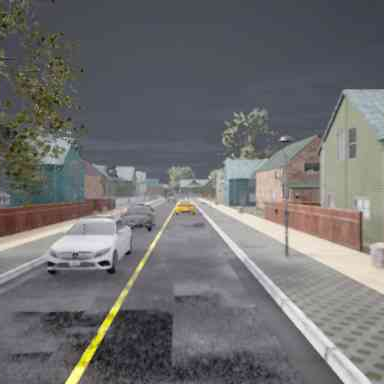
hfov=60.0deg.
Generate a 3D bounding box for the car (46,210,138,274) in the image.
[{"bbox_3d":[-3.066,1.556,10.836,1.812,1.442,4.674,0,0,-2],"label":"car"}]

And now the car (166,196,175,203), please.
[{"bbox_3d":[-4.359,1.599,70.862,1.812,1.442,4.674,0,0,-1],"label":"car"}]

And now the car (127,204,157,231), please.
[{"bbox_3d":[-3.290,1.548,20.933,1.837,1.490,4.892,0,0,-1],"label":"car"}]

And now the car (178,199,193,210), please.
[{"bbox_3d":[-0.933,1.657,46.246,1.895,1.301,4.718,0,0,-1],"label":"car"}]

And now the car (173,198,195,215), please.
[{"bbox_3d":[-0.670,1.519,34.720,1.882,1.535,5.008,0,0,-1],"label":"car"}]
